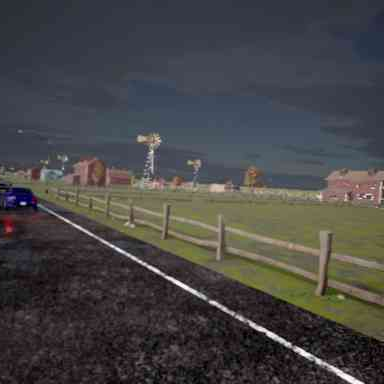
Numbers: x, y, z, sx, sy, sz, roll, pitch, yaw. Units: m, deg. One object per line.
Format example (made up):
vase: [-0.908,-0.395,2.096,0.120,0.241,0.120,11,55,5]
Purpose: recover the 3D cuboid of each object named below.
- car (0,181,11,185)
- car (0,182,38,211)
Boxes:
car: [-20.251,-0.477,35.805,2.128,1.511,4.902,3,1,-32]
car: [-11.212,0.392,21.678,1.812,1.442,4.674,3,1,-32]
